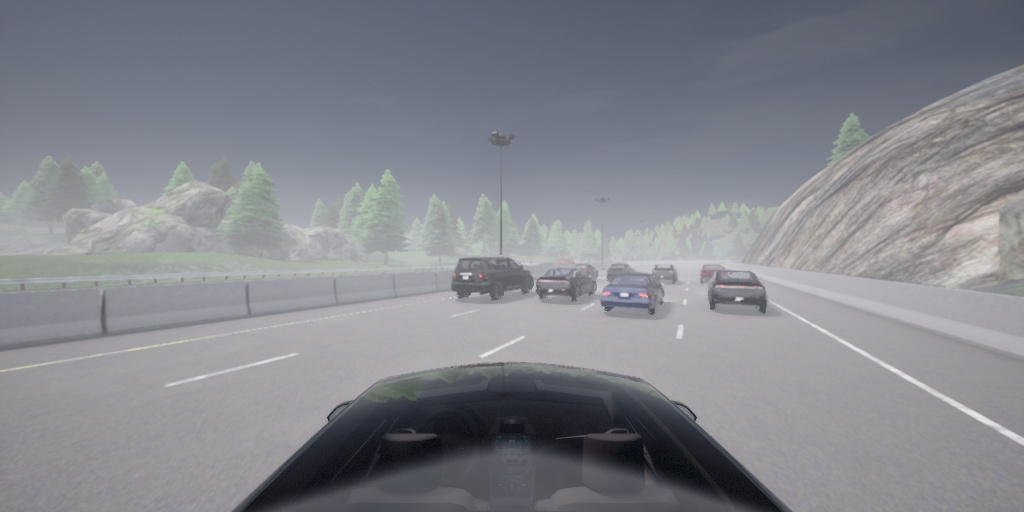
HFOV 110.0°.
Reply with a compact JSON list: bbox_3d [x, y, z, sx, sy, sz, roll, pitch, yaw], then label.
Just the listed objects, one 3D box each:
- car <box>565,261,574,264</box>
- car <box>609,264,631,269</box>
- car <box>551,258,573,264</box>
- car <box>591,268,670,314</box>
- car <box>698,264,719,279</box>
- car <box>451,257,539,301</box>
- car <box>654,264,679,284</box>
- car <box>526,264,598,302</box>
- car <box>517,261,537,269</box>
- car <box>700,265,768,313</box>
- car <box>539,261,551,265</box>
[{"bbox_3d":[6.714,1.454,33.450,1.812,1.442,4.674,0,0,27],"label":"car"},{"bbox_3d":[9.541,1.426,31.288,1.837,1.490,4.892,0,0,27],"label":"car"},{"bbox_3d":[9.072,1.307,61.807,2.150,2.045,5.566,0,0,27],"label":"car"},{"bbox_3d":[4.935,1.371,14.344,2.033,1.411,5.357,0,0,27],"label":"car"},{"bbox_3d":[16.326,1.393,29.184,1.882,1.535,5.008,0,0,27],"label":"car"},{"bbox_3d":[-0.842,1.063,18.417,2.150,2.045,5.566,0,0,27],"label":"car"},{"bbox_3d":[12.655,1.406,29.692,2.128,1.511,4.902,0,0,27],"label":"car"},{"bbox_3d":[2.804,1.332,17.851,2.128,1.511,4.902,0,0,27],"label":"car"},{"bbox_3d":[2.832,1.622,64.967,1.812,1.442,4.674,0,0,27],"label":"car"},{"bbox_3d":[9.062,1.321,14.715,2.128,1.511,4.902,0,0,27],"label":"car"},{"bbox_3d":[5.986,1.655,63.462,1.994,1.385,4.181,0,0,27],"label":"car"}]
